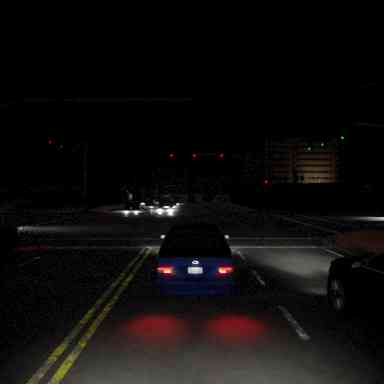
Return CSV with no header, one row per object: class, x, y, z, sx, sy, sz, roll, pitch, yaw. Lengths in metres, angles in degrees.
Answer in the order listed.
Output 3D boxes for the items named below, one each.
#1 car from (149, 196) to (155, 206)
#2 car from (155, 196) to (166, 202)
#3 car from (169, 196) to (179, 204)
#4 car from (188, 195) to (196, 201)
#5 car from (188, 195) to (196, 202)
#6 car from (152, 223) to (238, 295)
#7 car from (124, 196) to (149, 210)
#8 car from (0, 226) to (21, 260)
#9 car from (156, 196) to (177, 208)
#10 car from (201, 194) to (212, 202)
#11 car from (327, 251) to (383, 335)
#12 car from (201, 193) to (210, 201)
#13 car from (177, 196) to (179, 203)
car,-7.141,1.506,54.579,1.837,1.490,4.892,0,0,0
car,-7.073,1.534,75.437,2.033,1.411,5.357,0,0,0
car,-3.586,1.505,66.939,1.837,1.490,4.892,0,0,0
car,-0.082,1.425,84.656,1.994,1.385,4.181,0,0,0
car,-0.072,1.531,74.382,2.033,1.411,5.357,0,0,0
car,0.074,1.547,8.882,2.033,1.411,5.357,0,0,0
car,-7.182,1.547,42.326,2.033,1.411,5.357,0,0,2
car,-7.109,1.547,9.687,2.033,1.411,5.357,0,0,0
car,-3.645,1.601,47.576,1.895,1.301,4.718,0,0,0
car,3.428,1.344,74.675,2.097,1.767,4.553,0,0,0
car,3.558,1.491,4.640,2.128,1.511,4.902,0,0,0
car,3.418,1.228,84.631,2.097,1.767,4.553,0,0,0
car,-3.639,1.491,56.893,2.128,1.511,4.902,0,0,0
